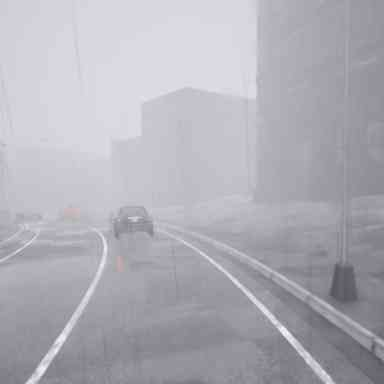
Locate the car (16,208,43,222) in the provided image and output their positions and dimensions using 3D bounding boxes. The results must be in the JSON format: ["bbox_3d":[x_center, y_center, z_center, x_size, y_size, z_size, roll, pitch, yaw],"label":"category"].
[{"bbox_3d":[-18.197,2.562,37.099,1.812,1.442,4.674,-3,-1,-42],"label":"car"}]

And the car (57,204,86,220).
[{"bbox_3d":[-13.526,2.126,37.175,2.097,1.767,4.553,-3,-1,-37],"label":"car"}]

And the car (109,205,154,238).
[{"bbox_3d":[-3.651,1.523,19.360,2.097,1.767,4.553,-1,-1,-18],"label":"car"}]
